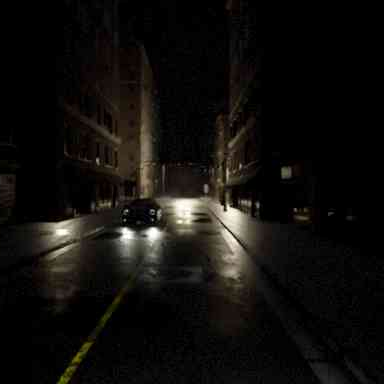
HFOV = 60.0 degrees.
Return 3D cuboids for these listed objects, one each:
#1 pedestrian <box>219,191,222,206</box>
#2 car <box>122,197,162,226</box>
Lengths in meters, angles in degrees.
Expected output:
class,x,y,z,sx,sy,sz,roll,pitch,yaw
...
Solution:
class,x,y,z,sx,sy,sz,roll,pitch,yaw
pedestrian,3.564,0.798,41.757,0.375,1.860,0.375,0,1,0
car,-3.132,1.178,21.616,2.097,1.767,4.553,0,1,0
